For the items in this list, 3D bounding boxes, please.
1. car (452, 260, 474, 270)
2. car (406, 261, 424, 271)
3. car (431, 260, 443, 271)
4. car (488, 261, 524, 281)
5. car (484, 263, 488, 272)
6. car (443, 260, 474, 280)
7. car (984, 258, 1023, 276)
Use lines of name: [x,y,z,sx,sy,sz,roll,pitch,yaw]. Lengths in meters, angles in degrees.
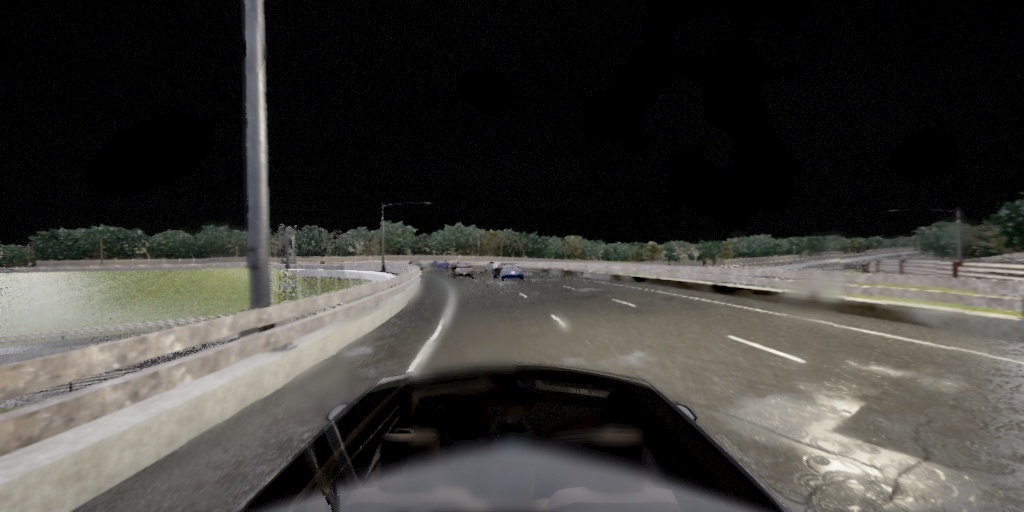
car: [-7.943,1.424,57.426,1.812,1.442,4.674,-1,0,-31]
car: [-15.114,1.538,55.805,1.837,1.490,4.892,-1,0,-31]
car: [-11.200,1.438,56.061,1.882,1.535,5.008,-1,0,-30]
car: [-0.455,1.321,30.949,1.994,1.385,4.181,-1,0,-16]
car: [-2.055,1.313,45.866,1.812,1.442,4.674,-1,0,-25]
car: [-4.826,1.332,33.414,2.128,1.511,4.902,-1,0,-18]
car: [32.616,0.857,23.118,2.128,1.511,4.902,-1,-1,38]
